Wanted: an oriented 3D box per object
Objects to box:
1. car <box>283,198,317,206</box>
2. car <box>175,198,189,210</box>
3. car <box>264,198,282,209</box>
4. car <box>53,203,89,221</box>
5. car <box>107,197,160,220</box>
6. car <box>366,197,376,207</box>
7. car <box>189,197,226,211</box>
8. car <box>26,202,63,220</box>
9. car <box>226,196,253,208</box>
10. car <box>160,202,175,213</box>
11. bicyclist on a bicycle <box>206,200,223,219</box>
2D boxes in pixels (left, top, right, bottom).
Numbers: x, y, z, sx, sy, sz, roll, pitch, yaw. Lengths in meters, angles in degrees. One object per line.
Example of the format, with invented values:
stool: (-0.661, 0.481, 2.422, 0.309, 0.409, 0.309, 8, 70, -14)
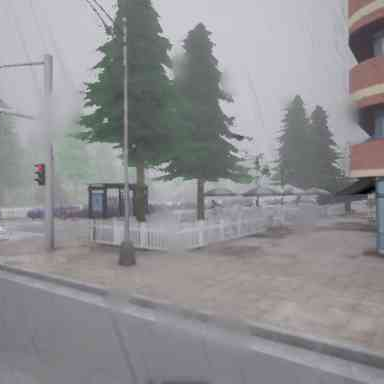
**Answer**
car: (15.733, 1.613, 46.402, 4.902, 1.511, 2.128, 0, 0, -27)
car: (-0.943, 1.646, 47.320, 4.553, 1.767, 2.097, 0, -1, -44)
car: (12.641, 1.660, 48.721, 4.902, 1.511, 2.128, 0, -1, -30)
car: (-9.916, 1.863, 30.532, 1.895, 1.301, 4.718, -1, -1, 36)
car: (-5.761, 1.438, 30.004, 2.150, 2.045, 5.566, -1, -1, 36)
car: (28.714, 1.522, 49.883, 4.892, 1.490, 1.837, -1, 0, -5)
car: (2.130, 1.814, 45.478, 4.181, 1.385, 1.994, 0, -1, -43)
car: (-13.218, 1.783, 31.919, 1.882, 1.535, 5.008, -1, -1, 36)
car: (7.334, 1.481, 53.939, 5.566, 2.045, 2.150, 0, 0, -31)
car: (-4.465, 1.862, 37.904, 1.895, 1.301, 4.718, -1, -1, 37)
bicyclist on a bicycle: (1.778, 1.416, 26.300, 1.656, 1.620, 0.582, -1, -1, 36)
